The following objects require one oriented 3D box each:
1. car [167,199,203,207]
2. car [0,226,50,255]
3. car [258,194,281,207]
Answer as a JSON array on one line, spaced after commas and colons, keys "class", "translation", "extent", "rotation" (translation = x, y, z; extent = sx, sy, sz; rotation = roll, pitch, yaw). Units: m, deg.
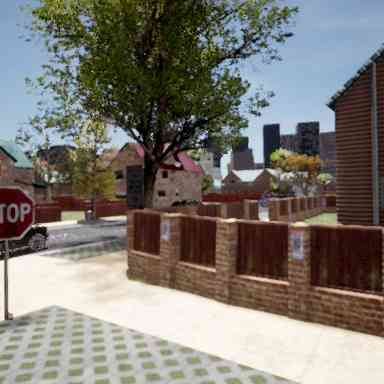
[{"class": "car", "translation": [-0.681, 1.385, 26.951], "extent": [1.837, 1.490, 4.892], "rotation": [-1, 1, 31]}, {"class": "car", "translation": [-6.878, 1.544, 10.903], "extent": [1.895, 1.301, 4.718], "rotation": [-2, 0, 13]}, {"class": "car", "translation": [10.676, 1.083, 45.546], "extent": [2.097, 1.767, 4.553], "rotation": [-1, 0, 32]}]
